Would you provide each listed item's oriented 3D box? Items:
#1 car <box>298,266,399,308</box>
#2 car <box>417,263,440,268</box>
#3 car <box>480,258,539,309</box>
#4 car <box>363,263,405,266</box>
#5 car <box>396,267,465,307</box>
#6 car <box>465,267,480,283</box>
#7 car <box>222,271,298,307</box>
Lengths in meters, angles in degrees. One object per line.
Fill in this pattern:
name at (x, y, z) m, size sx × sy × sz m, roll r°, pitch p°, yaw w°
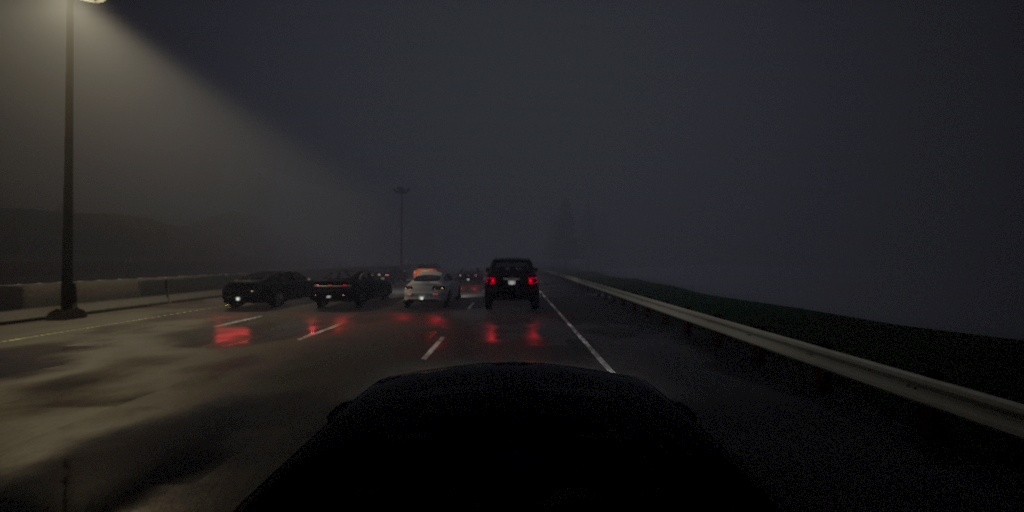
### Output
car at (-7.001, 1.377, 16.145) m, size 2.128 × 1.511 × 4.902 m, roll 0°, pitch 0°, yaw 0°
car at (-7.010, 1.372, 30.933) m, size 2.097 × 1.767 × 4.553 m, roll 0°, pitch -1°, yaw 0°
car at (-0.006, 1.098, 15.868) m, size 2.150 × 2.045 × 5.566 m, roll 0°, pitch 0°, yaw 0°
car at (-10.512, 1.568, 30.835) m, size 2.033 × 1.411 × 5.357 m, roll 0°, pitch -1°, yaw 0°
car at (-3.500, 1.411, 16.231) m, size 1.812 × 1.442 × 4.674 m, roll 0°, pitch 0°, yaw 0°
car at (-3.511, 1.623, 30.956) m, size 1.895 × 1.301 × 4.718 m, roll 0°, pitch 0°, yaw 0°
car at (-10.501, 1.392, 16.166) m, size 1.837 × 1.490 × 4.892 m, roll 0°, pitch 0°, yaw 0°
